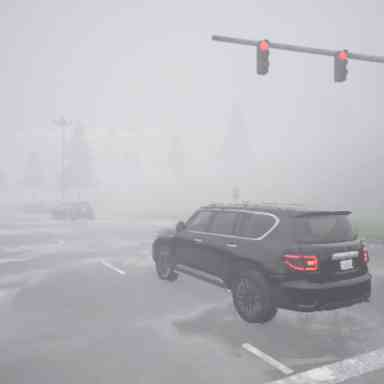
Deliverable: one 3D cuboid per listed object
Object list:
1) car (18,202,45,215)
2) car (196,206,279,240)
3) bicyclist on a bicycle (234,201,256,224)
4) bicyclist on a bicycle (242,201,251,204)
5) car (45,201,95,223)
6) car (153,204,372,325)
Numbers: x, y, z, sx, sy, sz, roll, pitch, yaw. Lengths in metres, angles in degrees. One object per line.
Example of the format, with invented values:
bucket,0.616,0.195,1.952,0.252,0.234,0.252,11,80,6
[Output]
car,-17.386,1.848,38.073,5.357,1.411,2.033,0,-1,27
car,2.372,1.621,18.798,1.837,1.490,4.892,1,-1,-34
bicyclist on a bicycle,3.802,1.448,23.902,1.656,1.620,0.582,0,0,-36
bicyclist on a bicycle,4.060,1.445,23.539,1.656,1.620,0.582,0,0,-35
car,-10.245,1.567,28.248,4.553,1.767,2.097,-1,0,43
car,1.082,1.270,7.627,2.150,2.045,5.566,1,-1,-31
